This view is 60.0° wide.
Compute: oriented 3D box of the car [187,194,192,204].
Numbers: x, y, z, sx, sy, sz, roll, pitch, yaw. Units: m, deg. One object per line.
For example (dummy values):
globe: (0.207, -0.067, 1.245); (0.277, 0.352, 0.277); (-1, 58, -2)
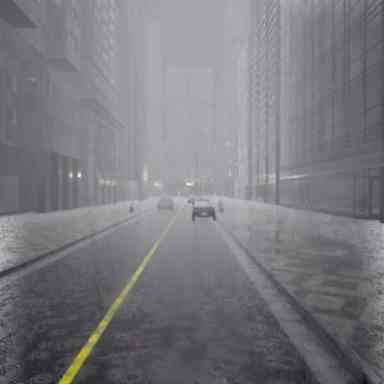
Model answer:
car: (0.026, 1.548, 63.392); (1.895, 1.301, 4.718); (0, 0, 0)

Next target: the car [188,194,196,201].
car: (0.031, 1.291, 78.361); (1.812, 1.442, 4.674); (0, 0, 0)

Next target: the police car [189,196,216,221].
police car: (0.911, 1.398, 27.245); (1.930, 1.638, 5.238); (0, 0, 0)

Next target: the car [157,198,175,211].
car: (-3.070, 1.467, 39.796); (1.837, 1.490, 4.892); (0, 0, 0)

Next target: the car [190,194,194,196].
car: (0.917, 1.413, 43.326); (1.801, 1.575, 5.366); (0, 0, 0)
